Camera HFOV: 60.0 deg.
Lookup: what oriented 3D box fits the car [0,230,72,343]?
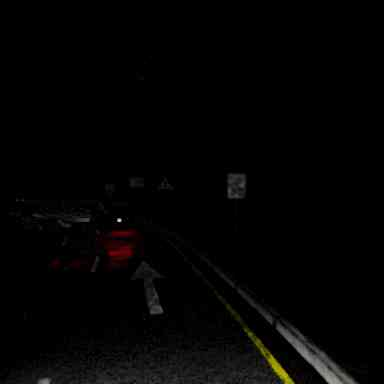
[{"bbox_3d":[-3.737,1.525,6.559,2.033,1.411,5.357,0,1,-9],"label":"car"}]

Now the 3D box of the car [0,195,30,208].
[{"bbox_3d":[-19.643,0.981,35.341,5.357,1.411,2.033,-2,-2,27],"label":"car"}]

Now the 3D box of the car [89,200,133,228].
[{"bbox_3d":[-4.946,1.220,20.079,1.837,1.490,4.892,1,1,-25],"label":"car"}]
